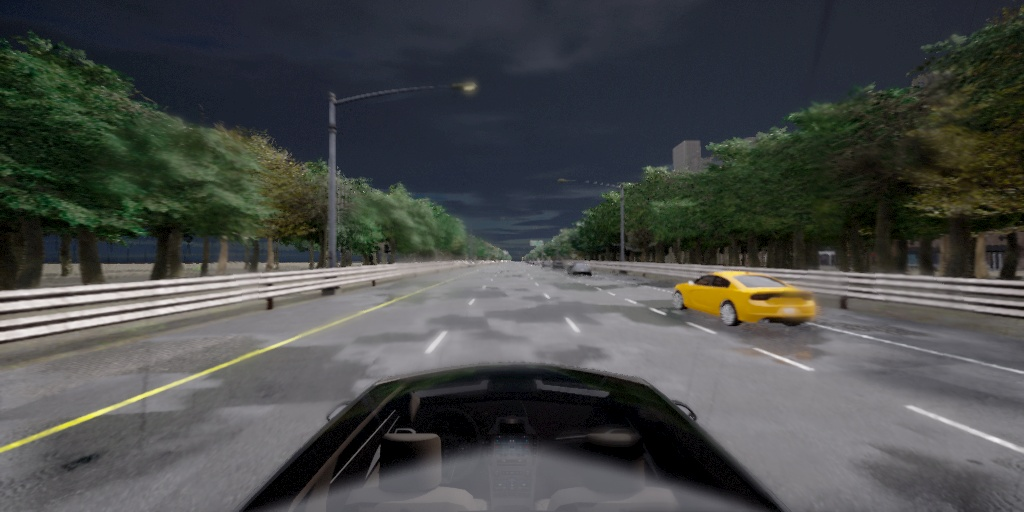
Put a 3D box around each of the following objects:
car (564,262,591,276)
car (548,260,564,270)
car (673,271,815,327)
[{"bbox_3d":[7.058,1.367,37.949,1.994,1.385,4.181,0,0,0],"label":"car"},{"bbox_3d":[7.136,1.445,55.813,1.837,1.490,4.892,0,-1,0],"label":"car"},{"bbox_3d":[7.008,1.229,11.530,1.882,1.535,5.008,0,0,0],"label":"car"}]
